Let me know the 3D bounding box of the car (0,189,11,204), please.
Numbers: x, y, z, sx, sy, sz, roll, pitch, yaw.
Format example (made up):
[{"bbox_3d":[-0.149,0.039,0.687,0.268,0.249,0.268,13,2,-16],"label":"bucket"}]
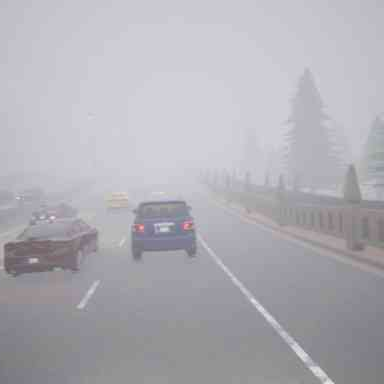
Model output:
[{"bbox_3d":[-21.481,0.471,36.984,1.812,1.442,4.674,-2,7,-6],"label":"car"}]

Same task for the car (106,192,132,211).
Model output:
[{"bbox_3d":[-6.422,0.705,29.633,1.882,1.535,5.008,-2,5,-6],"label":"car"}]

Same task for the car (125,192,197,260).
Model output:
[{"bbox_3d":[-1.121,1.200,12.885,2.150,2.045,5.566,-2,1,-6],"label":"car"}]

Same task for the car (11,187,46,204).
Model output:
[{"bbox_3d":[-18.001,0.301,37.319,1.837,1.490,4.892,-3,7,-6],"label":"car"}]

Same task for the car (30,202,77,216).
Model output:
[{"bbox_3d":[-9.182,1.426,22.418,2.033,1.411,5.357,-2,4,-6],"label":"car"}]

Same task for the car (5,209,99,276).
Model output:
[{"bbox_3d":[-4.466,1.627,11.305,1.882,1.535,5.008,-2,1,-6],"label":"car"}]
